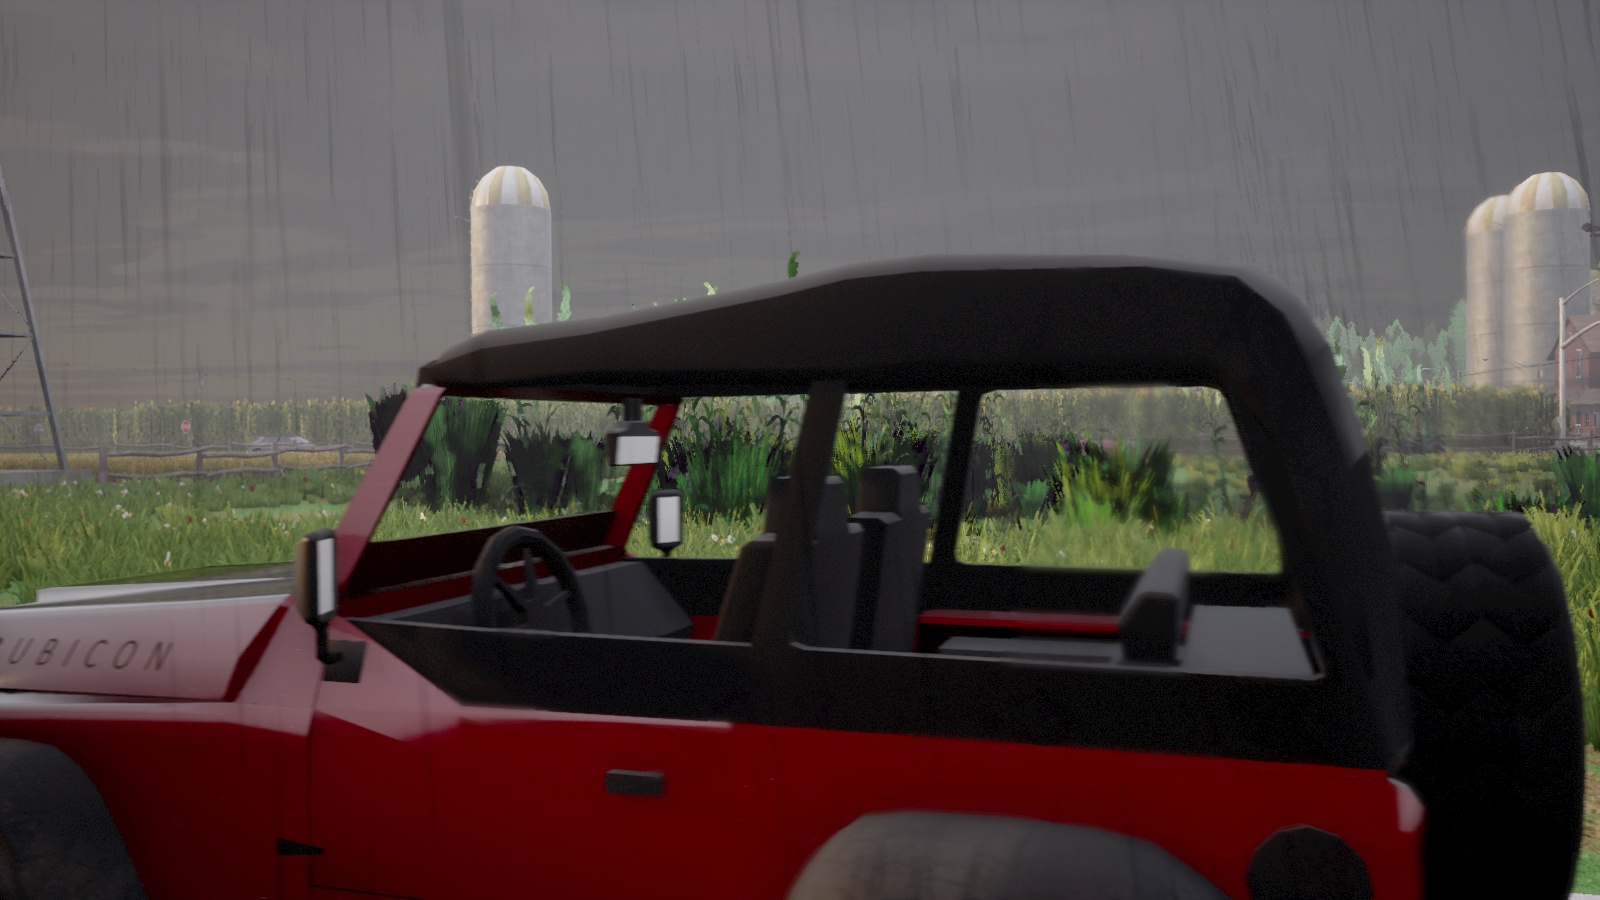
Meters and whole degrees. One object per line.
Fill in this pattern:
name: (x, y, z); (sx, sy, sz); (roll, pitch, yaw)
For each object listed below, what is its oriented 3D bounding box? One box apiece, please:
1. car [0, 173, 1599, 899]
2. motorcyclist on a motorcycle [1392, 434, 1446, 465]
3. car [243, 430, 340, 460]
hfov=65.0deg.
car: (-0.482, 0.580, 3.036); (3.866, 1.878, 1.905); (0, 1, 19)
motorcyclist on a motorcycle: (30.188, -0.038, 61.255); (2.191, 1.530, 0.866); (0, 1, 12)
car: (-29.020, -0.309, 71.687); (4.856, 1.649, 2.033); (0, 1, 13)
